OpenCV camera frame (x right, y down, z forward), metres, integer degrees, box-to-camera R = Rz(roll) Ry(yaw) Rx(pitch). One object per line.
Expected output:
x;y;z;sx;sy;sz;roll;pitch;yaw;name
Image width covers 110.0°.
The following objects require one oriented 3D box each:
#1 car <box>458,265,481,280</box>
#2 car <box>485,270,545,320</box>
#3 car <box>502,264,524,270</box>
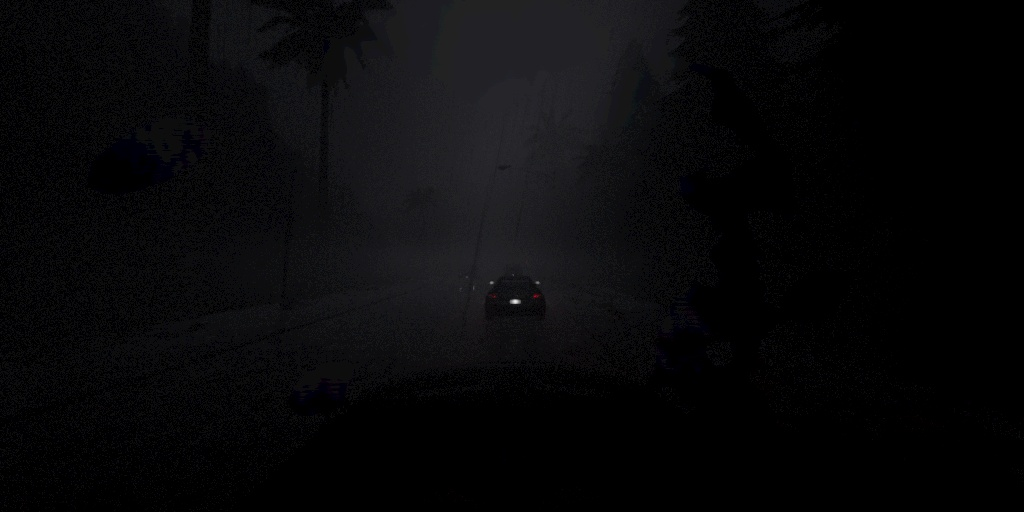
-4.095;1.544;35.195;2.033;1.411;5.357;0;0;0;car
0.102;1.398;13.101;1.994;1.385;4.181;0;0;0;car
0.103;1.499;34.648;1.837;1.490;4.892;0;0;0;car
